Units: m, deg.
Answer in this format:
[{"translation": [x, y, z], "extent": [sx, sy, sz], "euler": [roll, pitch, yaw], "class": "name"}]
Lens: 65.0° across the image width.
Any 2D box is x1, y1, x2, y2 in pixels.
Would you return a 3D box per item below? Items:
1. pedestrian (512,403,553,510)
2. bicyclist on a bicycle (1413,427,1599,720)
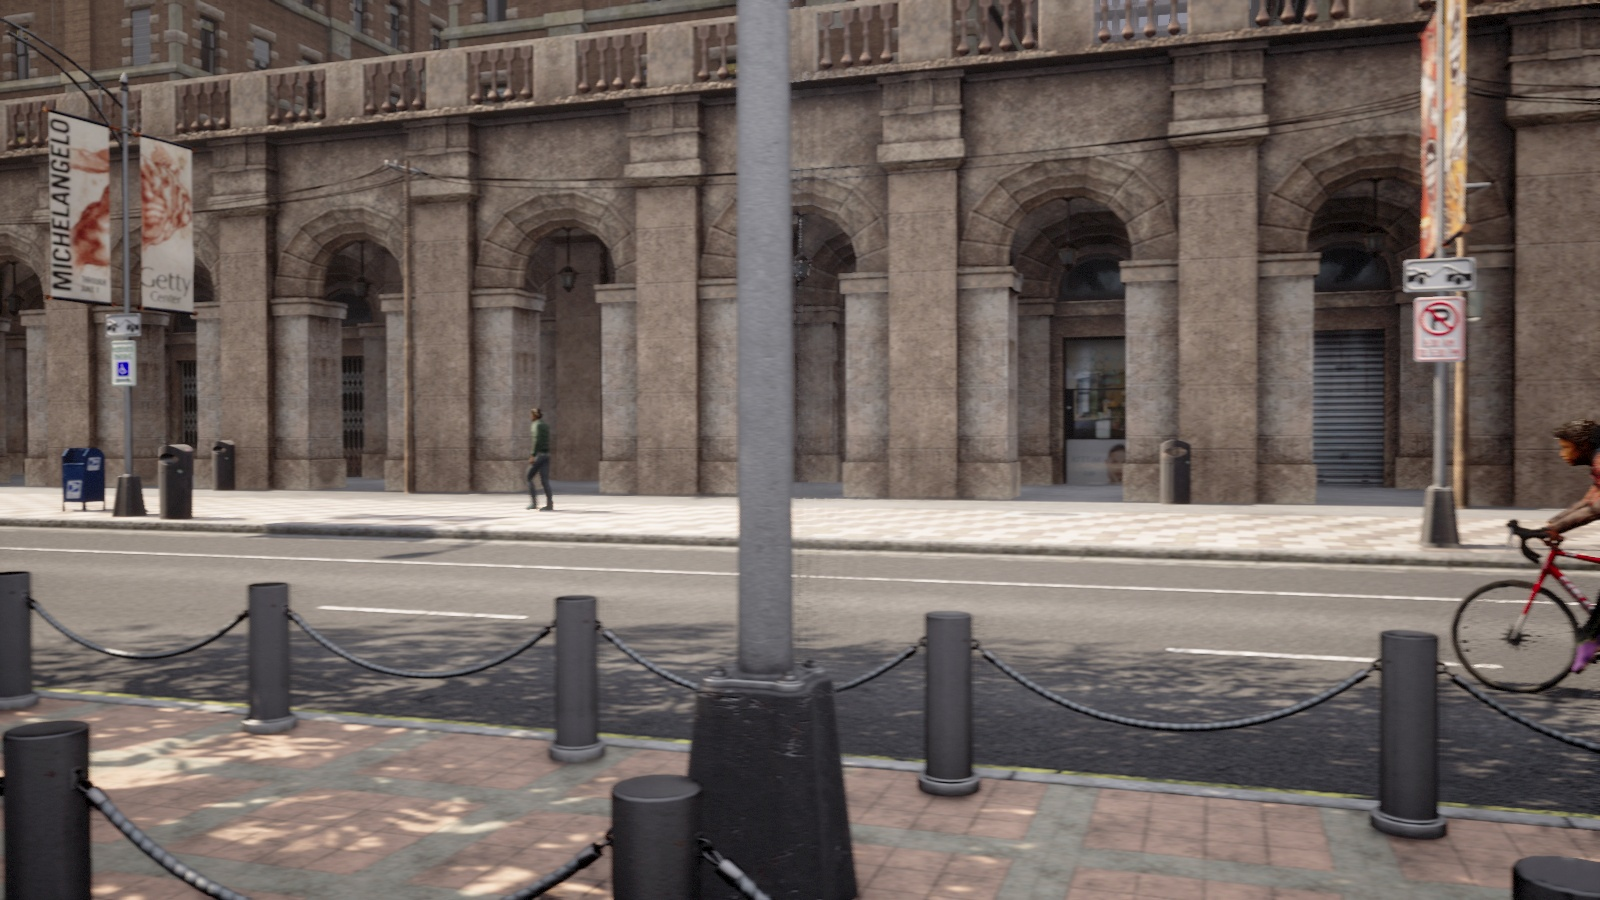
[{"translation": [-4.687, 0.113, 21.995], "extent": [0.614, 1.847, 0.353], "euler": [1, 1, 20], "class": "pedestrian"}, {"translation": [4.490, 0.680, 7.236], "extent": [1.656, 1.620, 0.582], "euler": [0, 1, 32], "class": "bicyclist on a bicycle"}]
